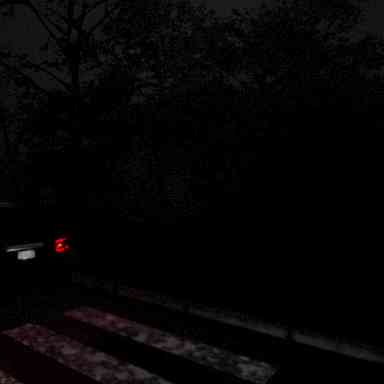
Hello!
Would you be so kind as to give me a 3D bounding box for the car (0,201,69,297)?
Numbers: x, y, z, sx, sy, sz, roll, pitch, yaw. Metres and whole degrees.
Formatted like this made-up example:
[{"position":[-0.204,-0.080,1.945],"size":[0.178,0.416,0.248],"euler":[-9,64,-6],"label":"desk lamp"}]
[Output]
[{"position":[-5.079,1.234,7.810],"size":[5.566,2.045,2.150],"euler":[0,0,40],"label":"car"}]
